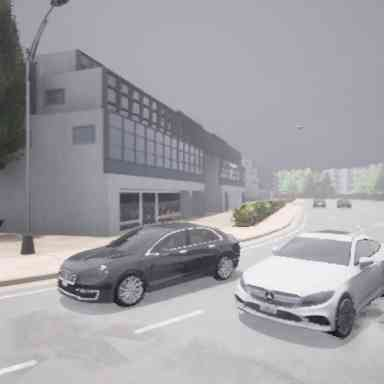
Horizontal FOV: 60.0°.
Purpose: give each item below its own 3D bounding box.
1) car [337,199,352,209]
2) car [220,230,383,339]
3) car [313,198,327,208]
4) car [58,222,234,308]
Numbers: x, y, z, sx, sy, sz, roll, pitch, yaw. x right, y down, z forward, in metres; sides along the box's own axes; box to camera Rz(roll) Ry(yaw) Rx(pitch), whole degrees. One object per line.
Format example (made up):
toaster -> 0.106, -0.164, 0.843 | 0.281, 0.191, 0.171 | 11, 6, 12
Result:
car -> 23.406, 1.770, 51.218 | 2.033, 1.411, 5.357 | 0, 0, 20
car -> 2.812, 1.560, 6.884 | 1.812, 1.442, 4.674 | 0, 0, 44
car -> 19.958, 1.737, 51.986 | 2.128, 1.511, 4.902 | 0, -1, 20
car -> -0.759, 1.565, 8.259 | 4.892, 1.490, 1.837 | 0, 0, -44
